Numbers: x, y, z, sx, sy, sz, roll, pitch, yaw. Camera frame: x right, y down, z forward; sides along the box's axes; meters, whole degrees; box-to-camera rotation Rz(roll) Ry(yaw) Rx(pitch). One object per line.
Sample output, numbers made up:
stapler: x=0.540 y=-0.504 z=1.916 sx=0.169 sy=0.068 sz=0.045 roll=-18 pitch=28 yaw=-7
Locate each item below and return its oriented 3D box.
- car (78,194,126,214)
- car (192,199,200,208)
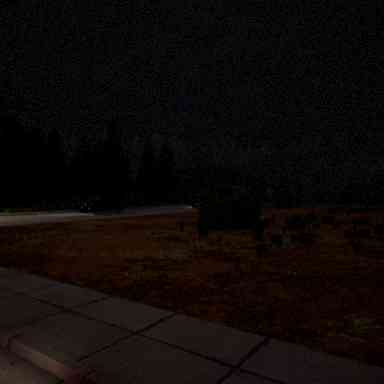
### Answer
car: x=-9.992 y=1.263 z=37.294 sx=2.150 sy=2.045 sz=5.566 roll=0 pitch=0 yaw=36
car: x=1.858 y=1.604 z=47.283 sx=1.994 sy=1.385 sz=4.181 roll=0 pitch=0 yaw=39
